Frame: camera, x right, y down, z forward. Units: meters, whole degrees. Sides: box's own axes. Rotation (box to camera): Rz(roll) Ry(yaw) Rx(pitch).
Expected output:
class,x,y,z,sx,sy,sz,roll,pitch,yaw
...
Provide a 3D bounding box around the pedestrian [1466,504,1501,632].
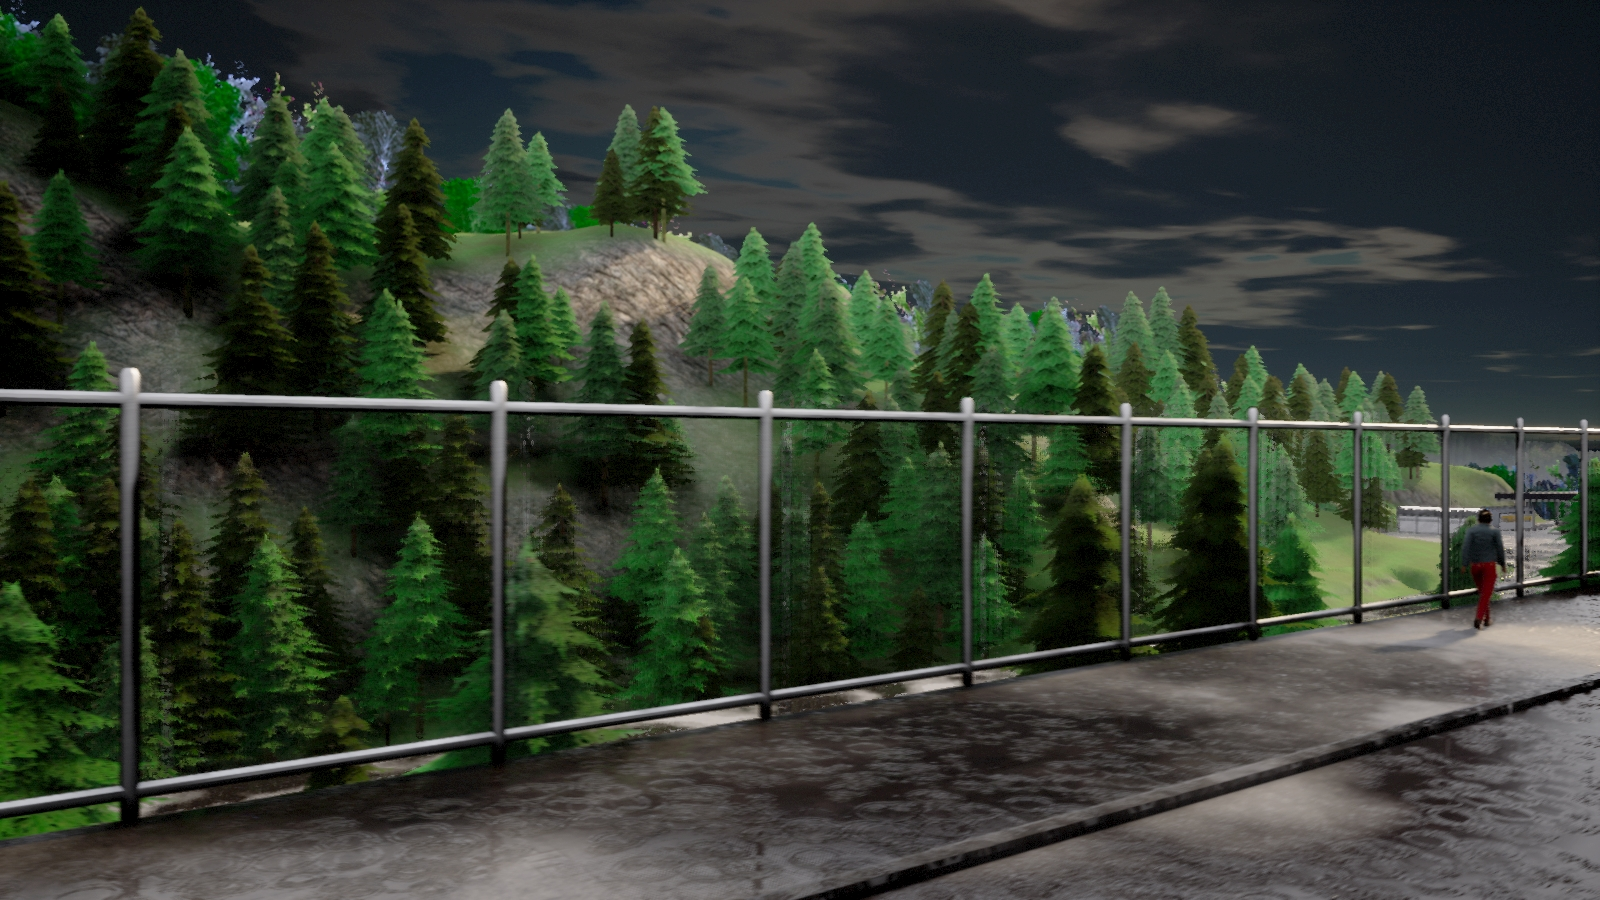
class,x,y,z,sx,sy,sz,roll,pitch,yaw
pedestrian,10.200,1.745,17.042,0.375,1.860,0.375,0,0,43
